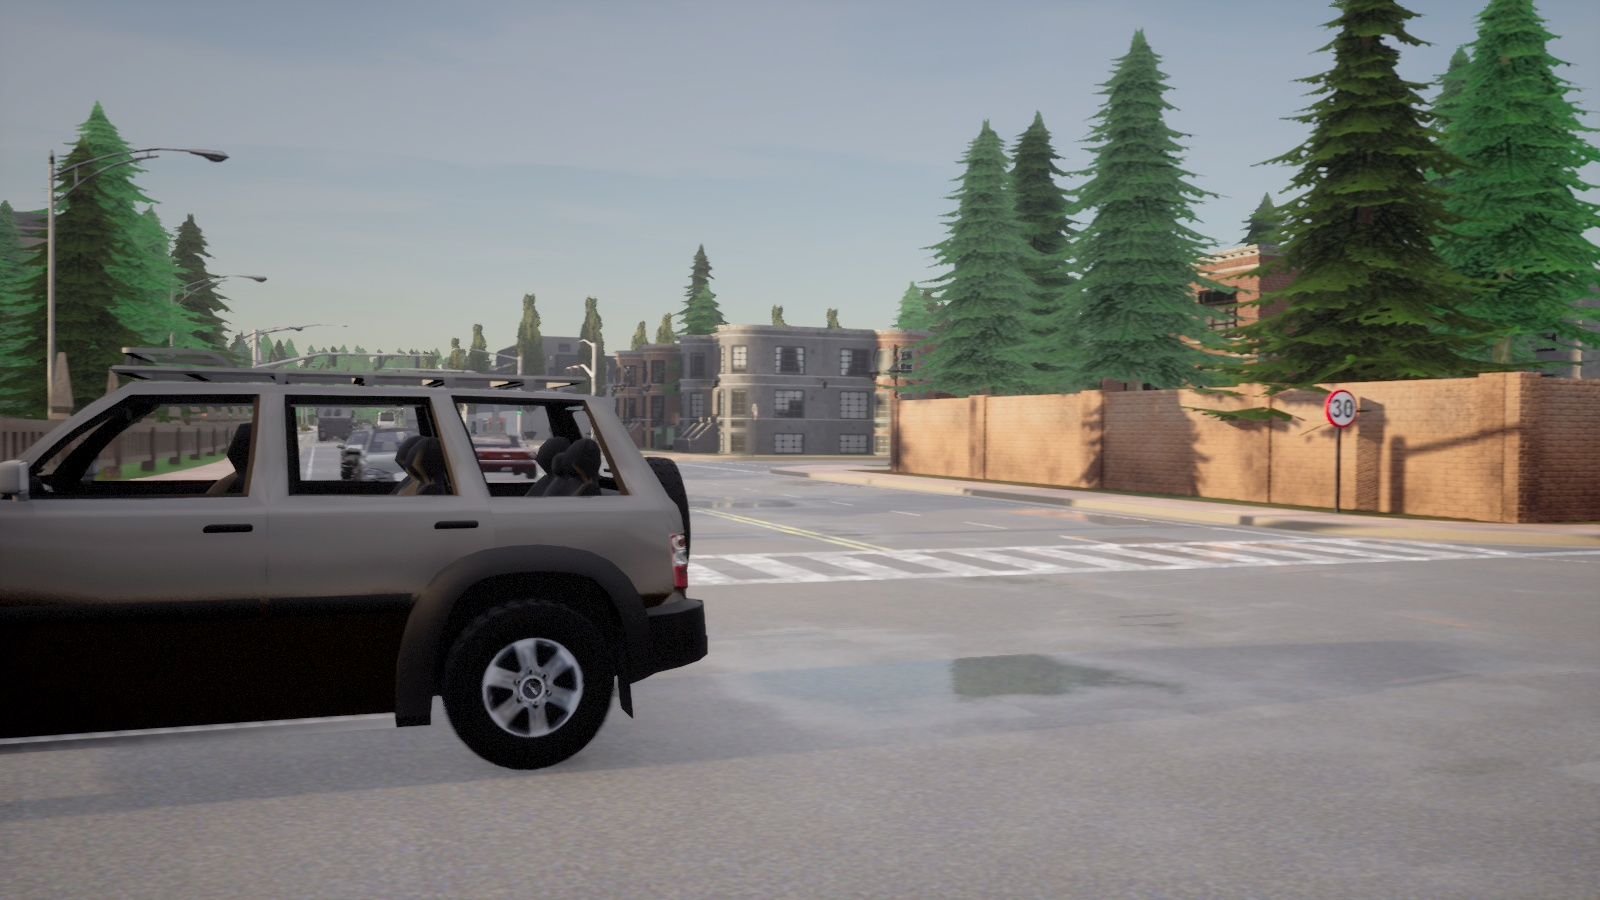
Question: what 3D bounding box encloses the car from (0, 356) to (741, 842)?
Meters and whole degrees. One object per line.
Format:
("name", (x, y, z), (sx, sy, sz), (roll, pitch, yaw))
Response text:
("car", (-2.781, 0.548, 5.925), (4.605, 1.855, 1.932), (-1, 1, -21))
